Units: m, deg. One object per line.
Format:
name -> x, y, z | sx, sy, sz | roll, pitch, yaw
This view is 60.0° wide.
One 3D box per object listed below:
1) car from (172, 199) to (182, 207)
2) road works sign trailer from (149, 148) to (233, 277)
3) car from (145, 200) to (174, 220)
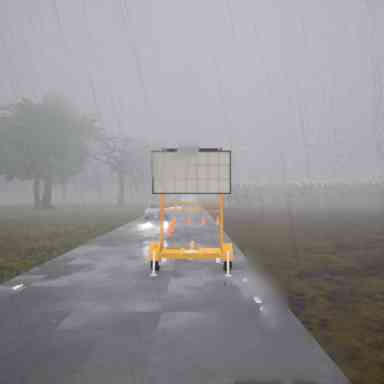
car -> -2.805, 1.846, 57.115 | 1.994, 1.385, 4.181 | 0, 0, 0
road works sign trailer -> -0.004, 0.463, 10.275 | 2.380, 3.560, 2.880 | 0, 0, 1
car -> -2.878, 1.655, 28.597 | 1.895, 1.301, 4.718 | 0, 0, 0
